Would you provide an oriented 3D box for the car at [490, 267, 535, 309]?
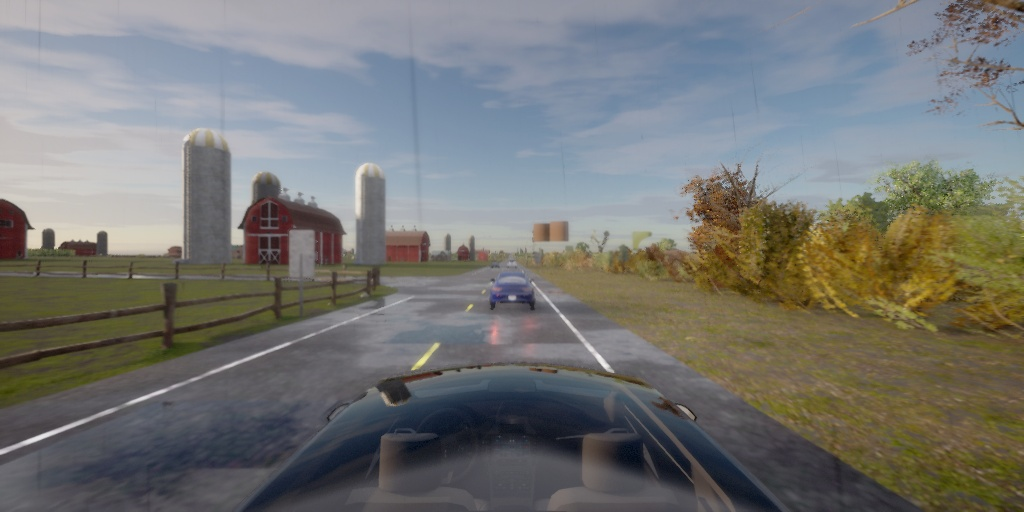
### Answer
[{"bbox_3d":[0.030,1.414,15.752,1.812,1.442,4.674,0,0,1],"label":"car"}]
